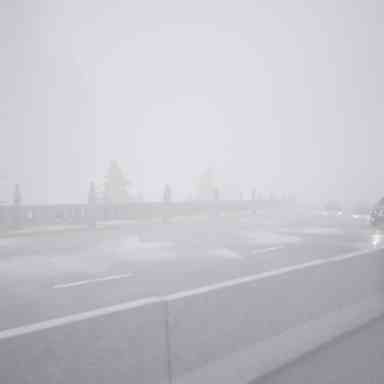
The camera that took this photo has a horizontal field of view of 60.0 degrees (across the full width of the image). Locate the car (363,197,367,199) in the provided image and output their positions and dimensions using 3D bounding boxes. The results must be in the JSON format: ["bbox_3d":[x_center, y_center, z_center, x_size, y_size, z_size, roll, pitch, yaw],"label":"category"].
[{"bbox_3d":[31.636,1.674,59.069,2.097,1.767,4.553,-1,-1,14],"label":"car"}]

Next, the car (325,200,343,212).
[{"bbox_3d":[18.009,1.695,42.173,1.882,1.535,5.008,0,-1,26],"label":"car"}]

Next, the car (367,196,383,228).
[{"bbox_3d":[13.766,1.292,22.531,2.150,2.045,5.566,0,0,38],"label":"car"}]

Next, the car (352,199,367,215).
[{"bbox_3d":[18.093,1.716,35.041,1.994,1.385,4.181,0,-1,30],"label":"car"}]
